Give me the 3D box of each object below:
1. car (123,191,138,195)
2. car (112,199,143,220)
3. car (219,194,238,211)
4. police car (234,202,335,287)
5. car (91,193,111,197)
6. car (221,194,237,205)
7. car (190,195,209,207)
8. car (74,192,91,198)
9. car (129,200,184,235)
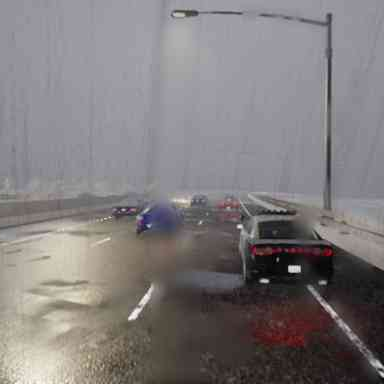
[{"bbox_3d":[-10.910,0.588,59.319,2.097,1.767,4.553,0,1,8],"label":"car"},{"bbox_3d":[-4.269,1.215,24.636,2.033,1.411,5.357,0,1,6],"label":"car"},{"bbox_3d":[3.702,1.175,33.315,1.895,1.301,4.718,0,1,7],"label":"car"},{"bbox_3d":[2.310,1.306,9.230,1.930,1.638,5.238,0,1,6],"label":"police car"},{"bbox_3d":[-14.818,0.862,56.396,1.895,1.301,4.718,0,1,7],"label":"car"},{"bbox_3d":[5.201,0.981,46.371,1.994,1.385,4.181,0,1,7],"label":"car"},{"bbox_3d":[0.943,1.037,39.674,2.033,1.411,5.357,0,1,7],"label":"car"},{"bbox_3d":[-18.311,0.757,56.619,1.837,1.490,4.892,0,1,8],"label":"car"},{"bbox_3d":[-1.547,1.297,16.990,1.812,1.442,4.674,0,1,6],"label":"car"}]
